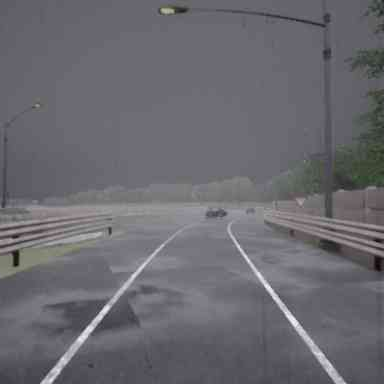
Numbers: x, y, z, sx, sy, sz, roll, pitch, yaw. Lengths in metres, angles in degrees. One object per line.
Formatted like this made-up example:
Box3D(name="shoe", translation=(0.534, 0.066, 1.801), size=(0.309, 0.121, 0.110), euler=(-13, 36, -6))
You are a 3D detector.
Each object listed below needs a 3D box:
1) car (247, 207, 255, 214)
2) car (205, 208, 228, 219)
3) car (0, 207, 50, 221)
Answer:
Box3D(name="car", translation=(13.606, 4.235, 76.927), size=(1.837, 1.490, 4.892), euler=(0, -2, 11))
Box3D(name="car", translation=(3.562, 3.003, 47.552), size=(1.882, 1.535, 5.008), euler=(-1, -2, 27))
Box3D(name="car", translation=(-12.572, 1.882, 23.918), size=(2.097, 1.767, 4.553), euler=(-2, -3, 42))
